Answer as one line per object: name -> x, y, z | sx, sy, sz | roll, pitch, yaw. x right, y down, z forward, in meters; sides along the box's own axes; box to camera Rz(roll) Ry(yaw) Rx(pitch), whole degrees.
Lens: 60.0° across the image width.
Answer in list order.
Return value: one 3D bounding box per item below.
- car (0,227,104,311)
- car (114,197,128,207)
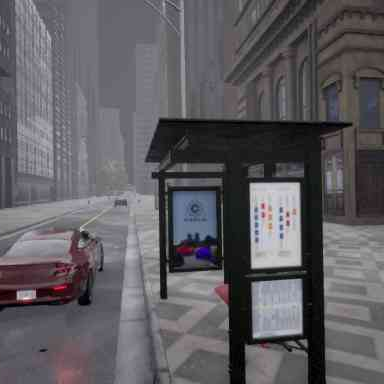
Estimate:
car -> -3.150, 1.535, 7.759 | 1.812, 1.442, 4.674 | -1, 0, -10
car -> -10.987, 1.494, 51.500 | 1.882, 1.535, 5.008 | -1, 0, -10
